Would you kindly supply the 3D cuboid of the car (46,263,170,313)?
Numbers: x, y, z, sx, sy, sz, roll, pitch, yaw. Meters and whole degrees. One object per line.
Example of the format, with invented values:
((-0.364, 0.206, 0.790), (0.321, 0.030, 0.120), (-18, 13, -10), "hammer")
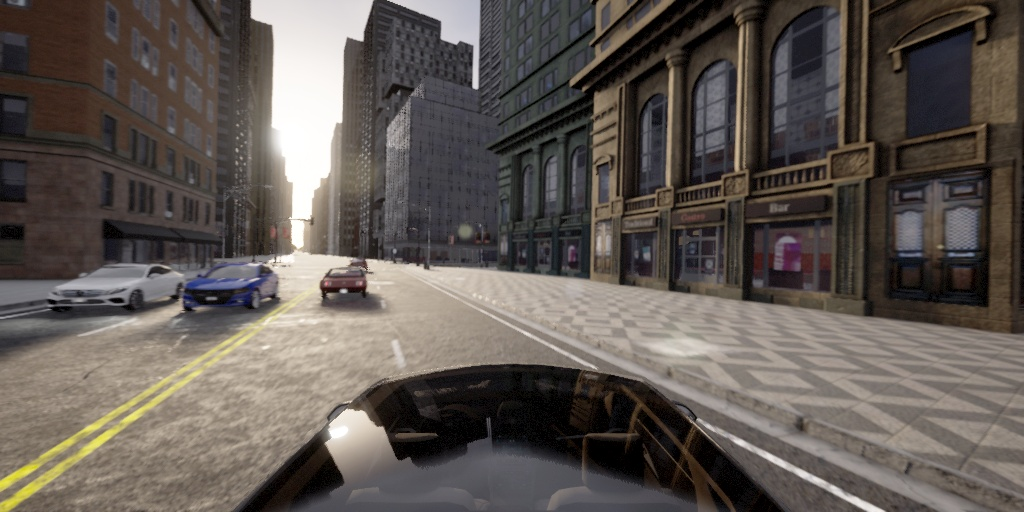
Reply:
((-13.202, 0.968, 12.395), (1.812, 1.442, 4.674), (1, 0, -22), "car")

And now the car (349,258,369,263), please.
((-16.674, 0.899, 39.034), (1.812, 1.442, 4.674), (1, 0, -22), "car")

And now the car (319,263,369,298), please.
((-7.904, 1.170, 17.171), (1.895, 1.301, 4.718), (1, 0, -22), "car")

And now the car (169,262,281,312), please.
((-10.010, 0.996, 13.170), (1.882, 1.535, 5.008), (1, 0, -22), "car")
